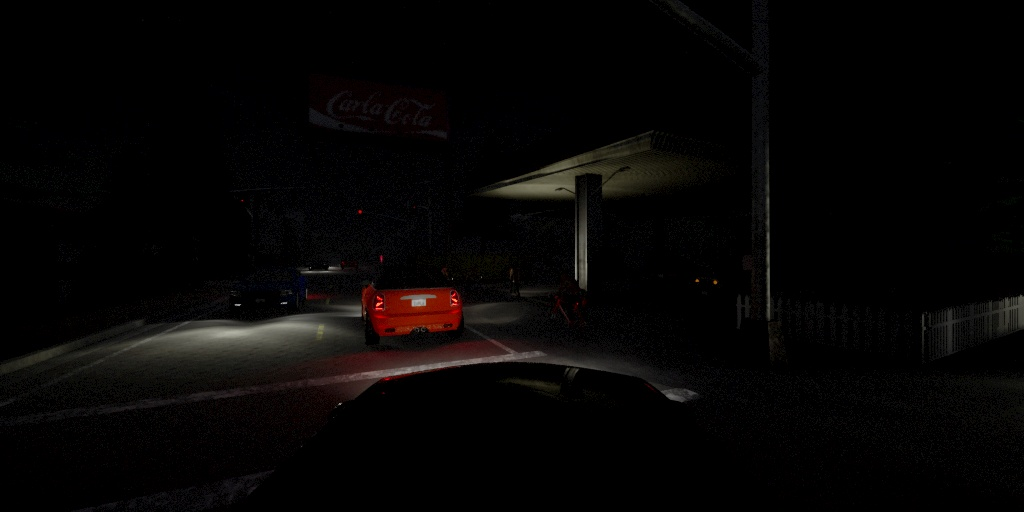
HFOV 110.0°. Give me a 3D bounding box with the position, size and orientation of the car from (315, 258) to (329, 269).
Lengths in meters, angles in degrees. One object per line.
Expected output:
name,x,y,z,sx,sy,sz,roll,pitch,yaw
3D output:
car,-29.236,1.119,55.298,1.837,1.490,4.892,0,0,-26

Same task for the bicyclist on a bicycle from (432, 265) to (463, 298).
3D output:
bicyclist on a bicycle,-3.204,1.237,16.513,1.656,1.620,0.582,1,0,35

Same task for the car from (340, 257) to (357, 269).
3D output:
car,-23.707,0.964,52.170,2.097,1.767,4.553,0,0,-26

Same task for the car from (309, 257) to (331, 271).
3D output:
car,-24.993,0.975,46.385,2.097,1.767,4.553,0,0,-26

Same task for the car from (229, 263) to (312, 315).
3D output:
car,-8.951,1.149,13.517,1.882,1.535,5.008,1,-1,-25

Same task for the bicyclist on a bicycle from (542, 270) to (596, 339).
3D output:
bicyclist on a bicycle,1.403,1.181,8.962,0.582,1.620,1.656,3,-2,-45

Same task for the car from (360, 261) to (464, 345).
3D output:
car,-2.829,1.002,9.502,2.097,1.767,4.553,0,0,-24

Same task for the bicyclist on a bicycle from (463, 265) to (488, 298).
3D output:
bicyclist on a bicycle,-1.948,1.267,17.941,1.656,1.620,0.582,1,0,-23

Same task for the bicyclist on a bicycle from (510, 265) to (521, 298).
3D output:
bicyclist on a bicycle,0.156,1.271,18.132,0.582,1.620,1.656,0,0,14
